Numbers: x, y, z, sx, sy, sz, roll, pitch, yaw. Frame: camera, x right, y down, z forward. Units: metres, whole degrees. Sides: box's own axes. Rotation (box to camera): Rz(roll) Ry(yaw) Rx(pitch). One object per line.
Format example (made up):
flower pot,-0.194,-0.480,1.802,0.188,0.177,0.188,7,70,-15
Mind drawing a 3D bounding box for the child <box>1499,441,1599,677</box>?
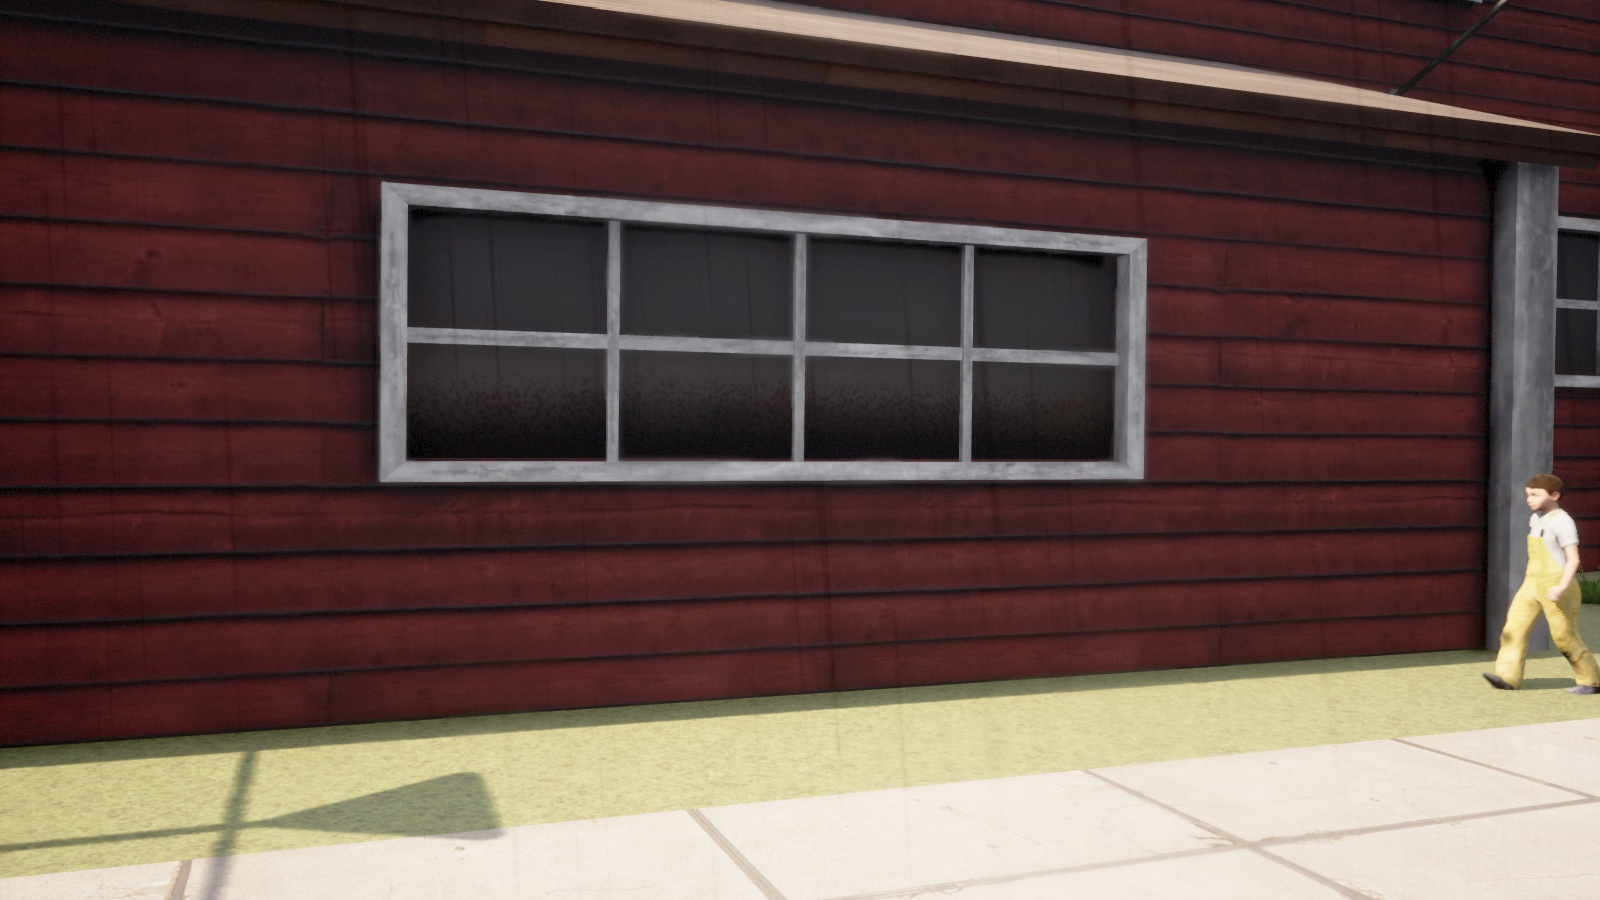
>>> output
child,4.131,0.583,6.888,0.437,1.263,0.270,-1,1,-5
